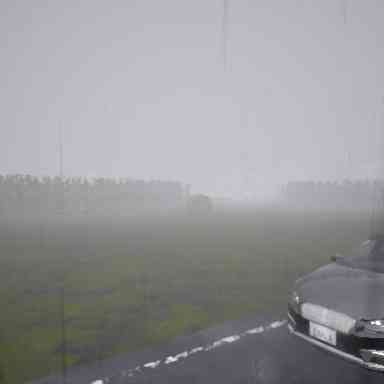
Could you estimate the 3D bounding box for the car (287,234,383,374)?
[{"bbox_3d":[3.644,1.472,5.466,4.902,1.511,2.128,0,0,-34],"label":"car"}]
